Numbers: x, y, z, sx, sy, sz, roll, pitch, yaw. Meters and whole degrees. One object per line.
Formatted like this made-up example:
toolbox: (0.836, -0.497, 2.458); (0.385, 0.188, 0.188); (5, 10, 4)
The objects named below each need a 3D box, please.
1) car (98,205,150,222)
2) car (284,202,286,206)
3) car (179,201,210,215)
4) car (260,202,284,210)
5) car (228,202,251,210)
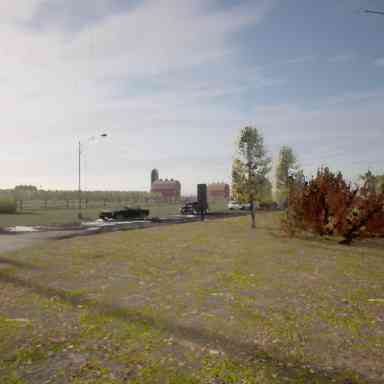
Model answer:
car: (-5.899, 1.844, 29.195); (1.895, 1.301, 4.718); (-1, -1, 32)
car: (18.596, 1.784, 61.722); (2.150, 2.045, 5.566); (-1, -1, 31)
car: (0.333, 1.858, 39.141); (1.837, 1.490, 4.892); (-1, -1, 32)
car: (11.959, 1.940, 50.886); (1.837, 1.490, 4.892); (-1, -1, 32)
car: (7.495, 1.707, 50.624); (2.150, 2.045, 5.566); (-1, -1, 32)
